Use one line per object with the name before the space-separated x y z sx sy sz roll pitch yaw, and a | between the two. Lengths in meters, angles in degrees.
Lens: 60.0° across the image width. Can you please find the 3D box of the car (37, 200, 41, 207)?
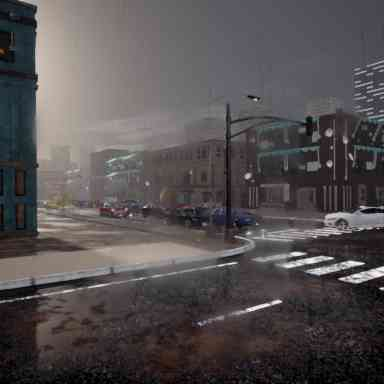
car | -30.758 2.376 66.764 2.008 1.369 4.403 -1 0 -35

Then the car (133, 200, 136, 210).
car | -9.206 1.930 40.909 2.128 1.511 4.902 -1 0 -35

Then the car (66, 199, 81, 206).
car | -27.130 2.365 76.130 1.947 1.339 4.313 -1 0 -35

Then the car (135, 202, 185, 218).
car | -3.206 1.813 32.443 2.128 1.511 4.902 -1 0 -35

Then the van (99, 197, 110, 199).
van | -14.318 1.907 58.076 1.690 1.788 3.998 -1 0 -35

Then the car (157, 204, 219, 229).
car | -0.394 1.815 23.784 1.947 1.339 4.313 -1 0 -35

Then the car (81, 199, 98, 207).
car | -20.722 2.228 67.103 1.887 1.381 4.507 -1 0 -35

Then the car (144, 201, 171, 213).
car | -4.699 1.966 44.536 1.802 1.307 4.206 -2 0 -35

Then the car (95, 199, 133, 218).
car | -8.331 1.847 35.169 1.967 1.590 4.097 -1 0 -35

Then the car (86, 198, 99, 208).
car | -17.523 1.940 62.589 2.192 1.841 5.009 -1 0 -35

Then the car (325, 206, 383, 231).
car | 10.568 1.562 20.126 4.674 1.442 1.812 -1 0 16

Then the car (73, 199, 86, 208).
car | -20.460 2.192 62.274 1.812 1.442 4.674 -1 0 -35

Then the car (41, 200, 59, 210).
car | -24.251 2.233 57.598 1.752 1.417 4.829 -1 0 -35

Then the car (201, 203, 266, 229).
car | 2.774 1.750 23.980 2.033 1.411 5.357 -1 0 -34
